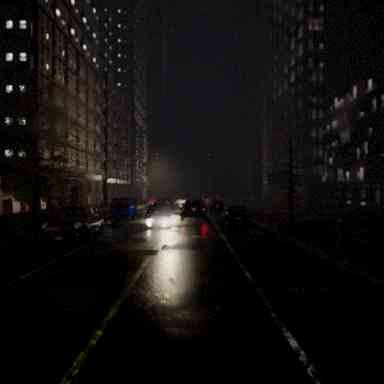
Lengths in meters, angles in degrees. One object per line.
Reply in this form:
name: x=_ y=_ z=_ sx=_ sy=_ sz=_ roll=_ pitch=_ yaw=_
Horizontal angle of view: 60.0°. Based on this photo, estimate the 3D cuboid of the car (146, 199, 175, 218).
car: x=-2.895 y=1.577 z=29.863 sx=1.994 sy=1.385 sz=4.181 roll=0 pitch=0 yaw=0

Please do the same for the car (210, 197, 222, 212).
car: x=2.830 y=1.588 z=38.595 sx=1.947 sy=1.339 sz=4.313 roll=-1 pitch=0 yaw=0

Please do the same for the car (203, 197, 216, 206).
car: x=2.898 y=1.594 z=55.523 sx=1.947 sy=1.339 sz=4.313 roll=-1 pitch=0 yaw=0

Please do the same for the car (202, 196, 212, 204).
car: x=2.943 y=1.597 z=66.809 sx=1.947 sy=1.339 sz=4.313 roll=-1 pitch=0 yaw=0

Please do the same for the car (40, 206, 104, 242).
car: x=-5.642 y=1.443 z=16.067 sx=1.967 sy=1.590 sz=4.097 roll=-1 pitch=0 yaw=0

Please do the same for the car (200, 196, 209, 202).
car: x=2.988 y=1.578 z=78.094 sx=1.887 sy=1.381 sz=4.507 roll=0 pitch=0 yaw=0

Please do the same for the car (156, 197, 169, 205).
car: x=-5.460 y=1.586 z=61.197 sx=1.947 sy=1.339 sz=4.313 roll=0 pitch=0 yaw=0

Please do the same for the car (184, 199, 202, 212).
car: x=0.182 y=1.567 z=39.947 sx=2.033 sy=1.411 sz=5.357 roll=0 pitch=0 yaw=1

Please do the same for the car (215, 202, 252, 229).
car: x=2.762 y=1.581 z=21.667 sx=1.947 sy=1.339 sz=4.313 roll=-1 pitch=0 yaw=0

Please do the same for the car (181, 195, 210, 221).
car: x=0.166 y=1.369 z=27.875 sx=2.097 sy=1.767 sz=4.553 roll=0 pitch=0 yaw=1

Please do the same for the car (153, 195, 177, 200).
car: x=-2.869 y=1.345 z=34.515 sx=1.812 sy=1.442 sz=4.674 roll=0 pitch=0 yaw=0

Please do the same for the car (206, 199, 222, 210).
car: x=2.852 y=1.606 z=44.238 sx=1.802 sy=1.307 sz=4.206 roll=-1 pitch=0 yaw=0

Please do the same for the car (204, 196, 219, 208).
car: x=2.874 y=1.466 z=49.881 sx=1.967 sy=1.590 sz=4.097 roll=-1 pitch=0 yaw=0

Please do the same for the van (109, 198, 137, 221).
van: x=-5.599 y=1.349 z=27.350 sx=1.690 sy=1.788 sz=3.998 roll=0 pitch=0 yaw=0

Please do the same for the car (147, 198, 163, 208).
car: x=-5.505 y=1.598 z=49.915 sx=1.802 sy=1.307 sz=4.206 roll=0 pitch=0 yaw=0

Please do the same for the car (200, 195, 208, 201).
car: x=3.012 y=1.559 z=83.907 sx=1.752 sy=1.417 sz=4.829 roll=0 pitch=0 yaw=0
